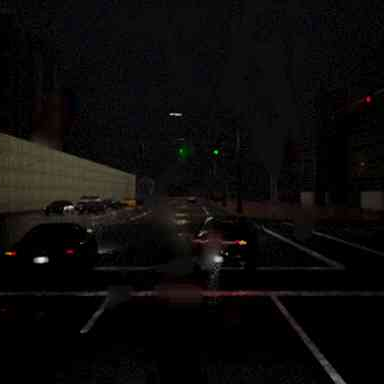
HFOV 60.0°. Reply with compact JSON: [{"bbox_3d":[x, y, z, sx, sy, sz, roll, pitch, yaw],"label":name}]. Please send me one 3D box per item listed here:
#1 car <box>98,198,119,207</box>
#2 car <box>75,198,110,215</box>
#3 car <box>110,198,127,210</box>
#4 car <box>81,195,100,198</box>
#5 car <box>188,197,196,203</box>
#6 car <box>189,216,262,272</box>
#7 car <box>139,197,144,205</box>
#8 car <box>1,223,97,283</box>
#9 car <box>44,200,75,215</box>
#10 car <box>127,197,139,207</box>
[{"bbox_3d":[-14.016,1.778,56.218,2.033,1.411,5.357,0,0,1],"label":"car"},{"bbox_3d":[-10.586,1.672,35.709,1.812,1.442,4.674,0,0,0],"label":"car"},{"bbox_3d":[-10.579,1.785,44.816,1.895,1.301,4.718,0,0,0],"label":"car"},{"bbox_3d":[-14.085,1.409,45.595,2.150,2.045,5.566,0,0,0],"label":"car"},{"bbox_3d":[0.011,1.835,75.969,2.128,1.511,4.902,0,0,0],"label":"car"},{"bbox_3d":[1.229,1.539,11.048,2.128,1.511,4.902,0,0,14],"label":"car"},{"bbox_3d":[-10.491,1.744,65.079,1.882,1.535,5.008,0,0,0],"label":"car"},{"bbox_3d":[-4.021,1.606,9.949,1.994,1.385,4.181,0,0,-11],"label":"car"},{"bbox_3d":[-14.086,1.652,35.740,1.837,1.490,4.892,0,0,0],"label":"car"},{"bbox_3d":[-10.538,1.703,54.920,1.882,1.535,5.008,0,0,1],"label":"car"}]
